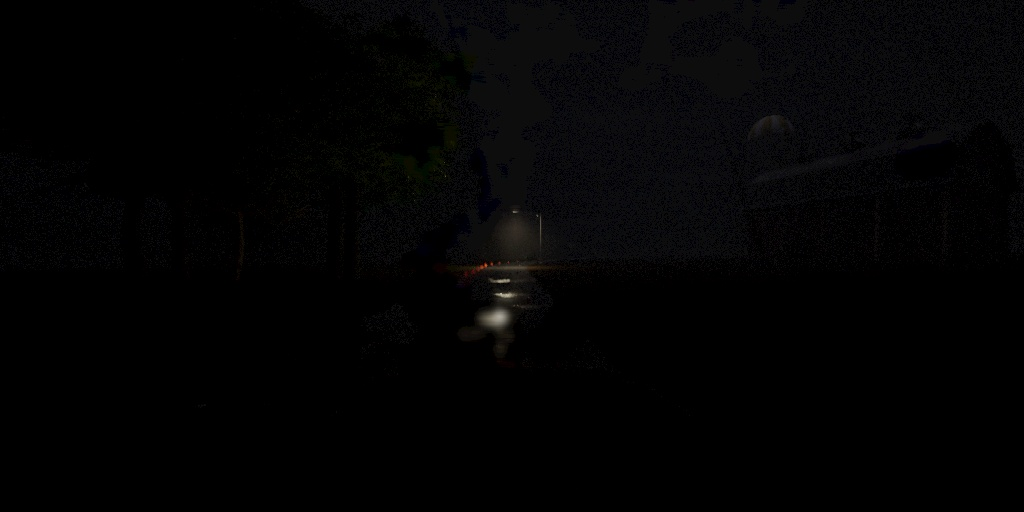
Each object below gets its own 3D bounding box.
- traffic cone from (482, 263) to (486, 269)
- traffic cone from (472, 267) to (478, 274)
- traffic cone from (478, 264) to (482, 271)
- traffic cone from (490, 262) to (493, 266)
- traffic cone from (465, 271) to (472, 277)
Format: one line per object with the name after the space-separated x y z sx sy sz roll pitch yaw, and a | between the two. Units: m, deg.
-3.862 1.320 45.675 0.340 0.580 0.340 0 0 0 | traffic cone
-3.859 1.443 35.676 0.340 0.580 0.340 0 0 0 | traffic cone
-3.861 1.382 40.675 0.340 0.580 0.340 0 0 0 | traffic cone
-3.165 1.190 56.016 0.340 0.580 0.340 0 0 9 | traffic cone
-3.858 1.505 30.676 0.340 0.580 0.340 0 0 0 | traffic cone
